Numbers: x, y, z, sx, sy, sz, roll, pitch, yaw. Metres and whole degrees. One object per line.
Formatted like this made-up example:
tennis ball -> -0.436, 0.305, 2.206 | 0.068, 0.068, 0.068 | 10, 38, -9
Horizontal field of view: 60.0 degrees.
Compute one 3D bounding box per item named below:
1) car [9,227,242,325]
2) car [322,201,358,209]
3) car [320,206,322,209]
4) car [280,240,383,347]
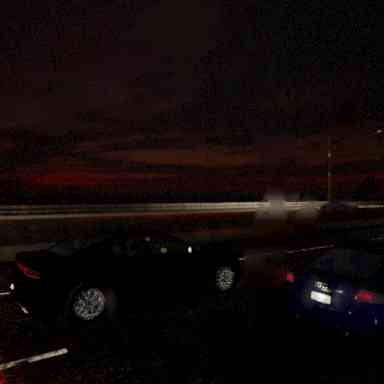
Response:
car -> -1.111, 1.509, 7.251 | 5.008, 1.535, 1.882 | 1, 0, -35
car -> 17.318, 1.942, 37.795 | 4.718, 1.301, 1.895 | 1, 0, -35
car -> 18.520, 1.903, 42.936 | 4.674, 1.442, 1.812 | 1, 0, -35
car -> 3.636, 1.628, 6.334 | 4.181, 1.385, 1.994 | 1, 0, -35
